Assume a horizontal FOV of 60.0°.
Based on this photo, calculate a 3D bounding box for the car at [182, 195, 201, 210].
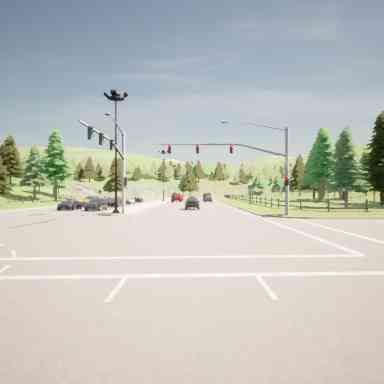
[{"bbox_3d":[0.029,1.504,43.173,1.837,1.490,4.892,0,0,0],"label":"car"}]

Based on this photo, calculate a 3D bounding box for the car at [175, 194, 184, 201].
[{"bbox_3d":[-3.183,1.419,84.557,1.882,1.535,5.008,0,0,2],"label":"car"}]

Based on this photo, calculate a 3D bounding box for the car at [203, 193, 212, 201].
[{"bbox_3d":[3.815,1.166,84.398,2.150,2.045,5.566,0,0,2],"label":"car"}]

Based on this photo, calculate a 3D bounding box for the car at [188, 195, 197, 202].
[{"bbox_3d":[0.091,1.475,74.192,1.882,1.535,5.008,0,0,1],"label":"car"}]

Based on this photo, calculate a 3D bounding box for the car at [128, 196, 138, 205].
[{"bbox_3d":[-11.537,1.601,59.696,1.895,1.301,4.718,0,0,1],"label":"car"}]

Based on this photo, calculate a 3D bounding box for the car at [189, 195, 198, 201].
[{"bbox_3d":[0.316,1.466,84.463,2.128,1.511,4.902,0,0,2],"label":"car"}]

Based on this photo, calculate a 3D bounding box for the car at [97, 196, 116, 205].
[{"bbox_3d":[-15.032,1.491,58.593,2.128,1.511,4.902,0,0,0],"label":"car"}]

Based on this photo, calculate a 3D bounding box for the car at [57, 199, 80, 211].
[{"bbox_3d":[-15.060,1.564,41.207,1.994,1.385,4.181,0,0,1],"label":"car"}]

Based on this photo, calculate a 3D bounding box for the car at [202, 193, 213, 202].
[{"bbox_3d":[3.587,1.536,73.774,2.033,1.411,5.357,0,0,1],"label":"car"}]

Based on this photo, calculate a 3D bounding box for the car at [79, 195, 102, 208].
[{"bbox_3d":[-15.060,1.352,49.714,2.097,1.767,4.553,0,0,0],"label":"car"}]

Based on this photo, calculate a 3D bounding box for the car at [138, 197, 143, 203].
[{"bbox_3d":[-11.449,1.595,69.889,1.895,1.301,4.718,0,0,0],"label":"car"}]

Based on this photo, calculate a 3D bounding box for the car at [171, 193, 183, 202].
[{"bbox_3d":[-3.413,1.220,73.812,2.150,2.045,5.566,0,0,1],"label":"car"}]

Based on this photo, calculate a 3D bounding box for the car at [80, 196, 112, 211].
[{"bbox_3d":[-11.572,1.505,40.374,1.837,1.490,4.892,0,0,0],"label":"car"}]

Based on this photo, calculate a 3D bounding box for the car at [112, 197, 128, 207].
[{"bbox_3d":[-11.564,1.547,50.112,2.033,1.411,5.357,0,0,0],"label":"car"}]

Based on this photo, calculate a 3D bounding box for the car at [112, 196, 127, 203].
[{"bbox_3d":[-14.950,1.595,68.736,1.895,1.301,4.718,0,0,0],"label":"car"}]
